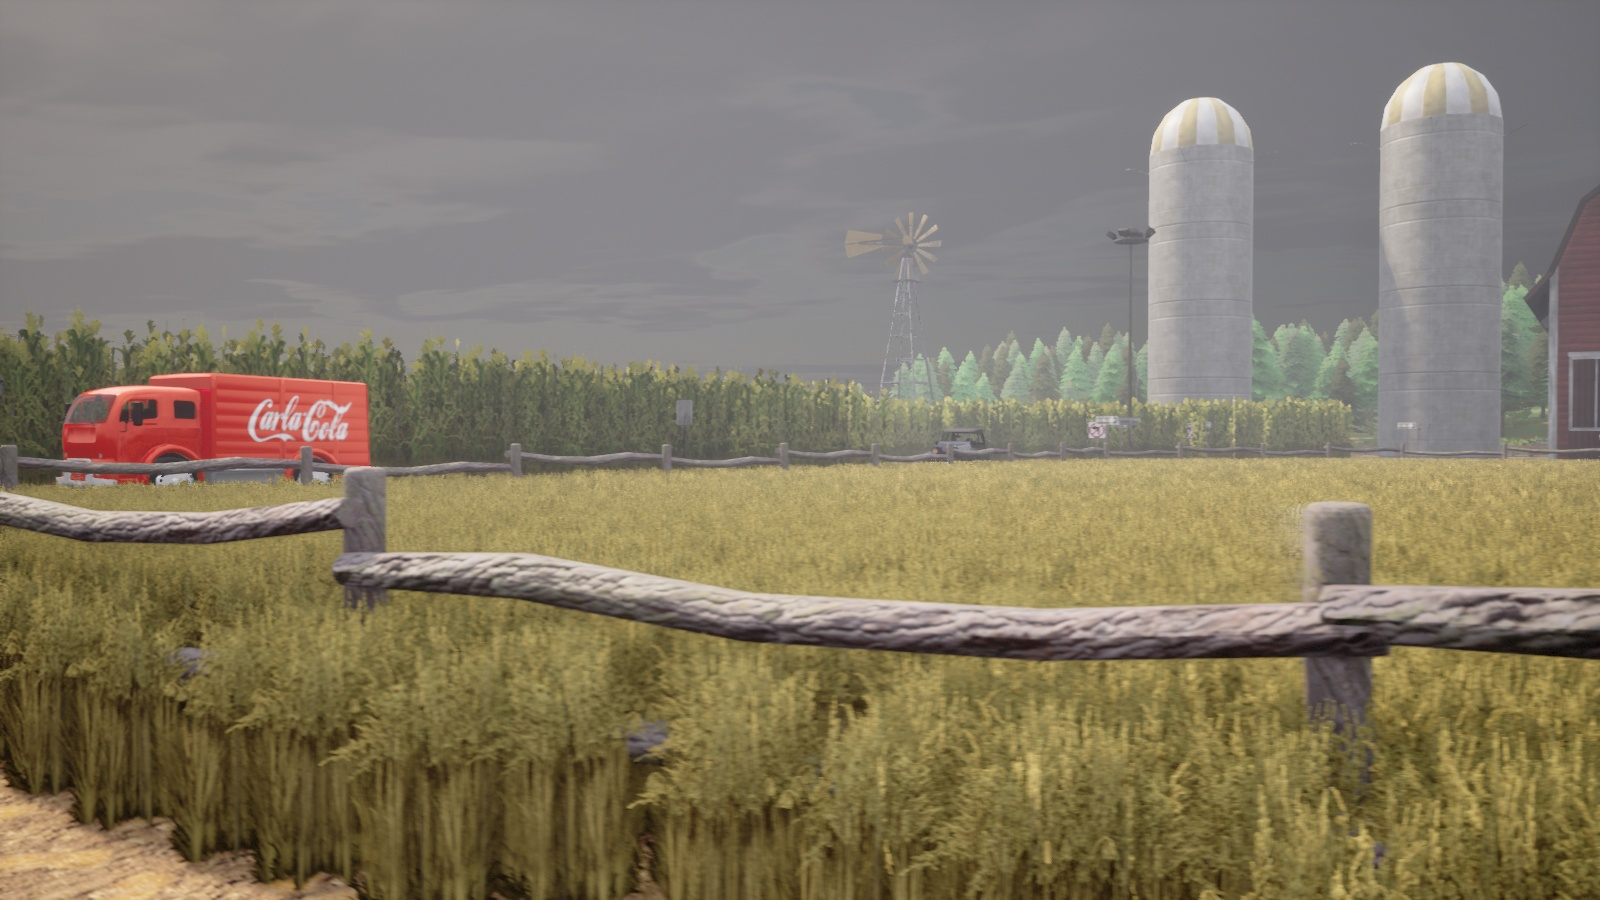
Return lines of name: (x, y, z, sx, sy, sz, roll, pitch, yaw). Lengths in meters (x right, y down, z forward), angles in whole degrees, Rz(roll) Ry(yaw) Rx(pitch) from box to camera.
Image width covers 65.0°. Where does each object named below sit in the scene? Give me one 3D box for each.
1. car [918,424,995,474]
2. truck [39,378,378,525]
car: (6.272, -0.056, 49.939, 1.905, 1.878, 3.866, 0, 1, 25)
truck: (-11.044, 0.015, 23.858, 2.627, 2.467, 5.204, 0, 0, 34)
